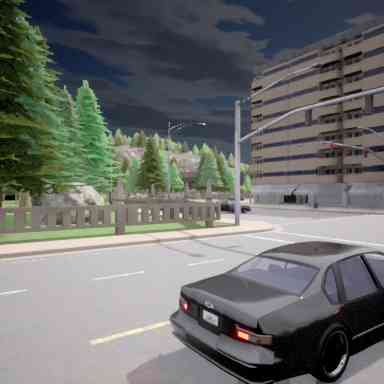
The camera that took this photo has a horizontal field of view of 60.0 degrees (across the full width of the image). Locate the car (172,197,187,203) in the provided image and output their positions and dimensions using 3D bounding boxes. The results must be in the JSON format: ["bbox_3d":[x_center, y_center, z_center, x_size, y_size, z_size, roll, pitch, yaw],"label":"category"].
[{"bbox_3d":[-2.478,1.610,68.068,1.895,1.301,4.718,0,0,14],"label":"car"}]

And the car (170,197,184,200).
[{"bbox_3d":[-2.622,1.436,49.639,2.128,1.511,4.902,0,0,-11],"label":"car"}]

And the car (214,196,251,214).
[{"bbox_3d":[3.799,1.492,34.770,2.033,1.411,5.357,0,0,-33],"label":"car"}]

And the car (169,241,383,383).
[{"bbox_3d":[2.273,1.547,5.410,5.357,1.411,2.033,0,0,-35],"label":"car"}]
